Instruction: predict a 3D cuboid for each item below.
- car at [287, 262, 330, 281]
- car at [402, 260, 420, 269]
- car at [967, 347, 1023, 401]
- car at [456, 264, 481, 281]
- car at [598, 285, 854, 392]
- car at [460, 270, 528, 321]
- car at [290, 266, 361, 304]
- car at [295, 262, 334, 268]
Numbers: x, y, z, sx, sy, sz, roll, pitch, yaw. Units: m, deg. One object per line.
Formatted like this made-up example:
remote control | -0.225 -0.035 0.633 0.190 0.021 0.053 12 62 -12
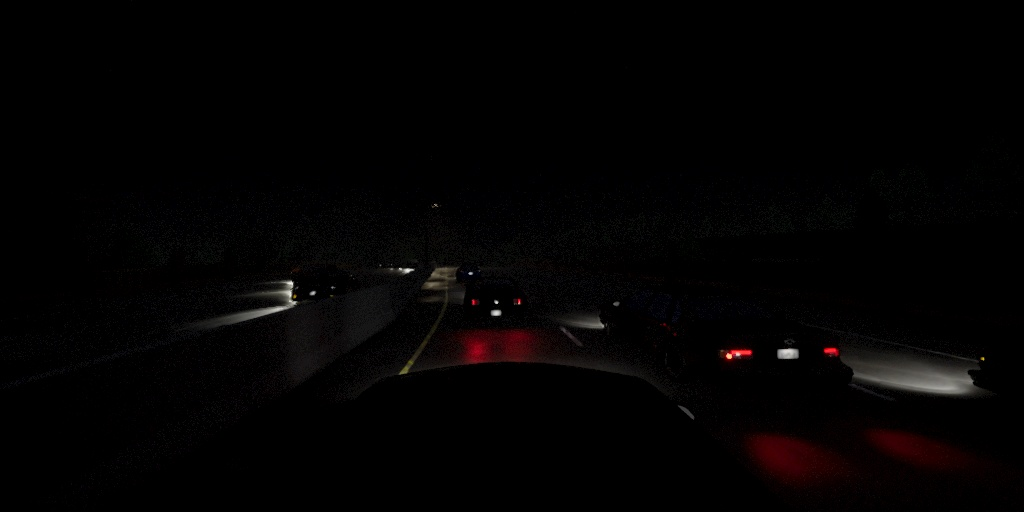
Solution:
car | -18.586 1.327 33.055 1.882 1.535 5.008 0 0 -10
car | -16.039 1.328 58.111 2.128 1.511 4.902 0 0 -10
car | 7.004 1.267 2.220 2.033 1.411 5.357 0 0 -1
car | -3.543 1.323 29.638 1.994 1.385 4.181 0 0 -10
car | 3.324 1.280 7.025 2.033 1.411 5.357 0 0 -4
car | -0.702 1.350 12.517 1.895 1.301 4.718 0 0 -6
car | -8.556 1.357 16.835 1.994 1.385 4.181 0 0 -9
car | -13.614 1.299 25.367 1.882 1.535 5.008 0 0 -10
